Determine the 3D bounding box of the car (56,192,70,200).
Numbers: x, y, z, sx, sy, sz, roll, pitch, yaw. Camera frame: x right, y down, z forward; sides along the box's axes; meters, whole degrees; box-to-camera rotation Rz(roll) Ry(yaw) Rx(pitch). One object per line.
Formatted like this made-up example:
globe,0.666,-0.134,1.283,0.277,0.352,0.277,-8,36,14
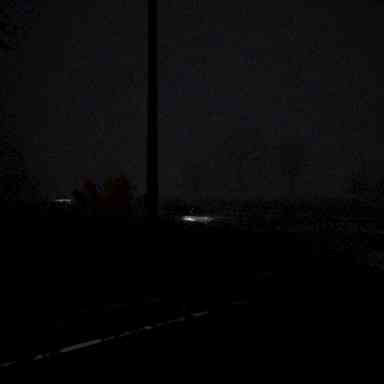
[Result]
car,-25.590,0.773,65.918,1.812,1.442,4.674,-1,1,-34

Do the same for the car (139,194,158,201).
car,-7.014,0.915,51.498,1.882,1.535,5.008,-1,1,-35

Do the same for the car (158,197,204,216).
car,-0.854,1.242,30.577,1.882,1.535,5.008,-1,1,-35
